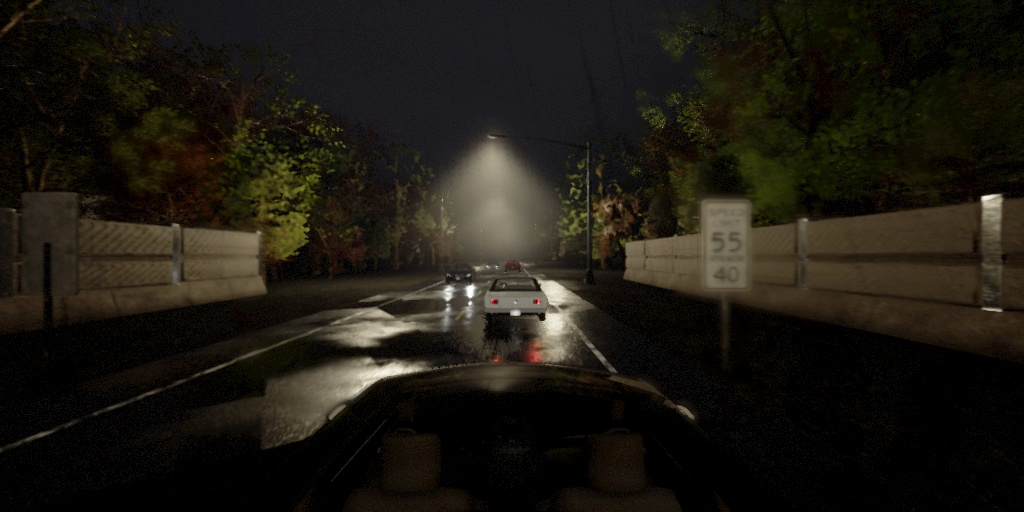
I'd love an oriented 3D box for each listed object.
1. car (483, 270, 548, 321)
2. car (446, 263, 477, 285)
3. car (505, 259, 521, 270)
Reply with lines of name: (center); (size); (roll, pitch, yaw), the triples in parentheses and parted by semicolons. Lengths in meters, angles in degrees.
car: (0.109, 1.339, 12.471); (1.895, 1.301, 4.718); (0, 0, 0)
car: (-3.594, 1.244, 26.147); (1.812, 1.442, 4.674); (0, 0, 0)
car: (0.106, 1.150, 45.135); (1.882, 1.535, 5.008); (0, 0, 0)
